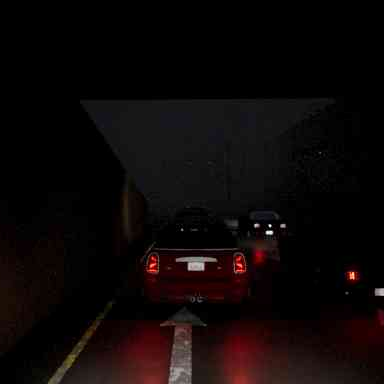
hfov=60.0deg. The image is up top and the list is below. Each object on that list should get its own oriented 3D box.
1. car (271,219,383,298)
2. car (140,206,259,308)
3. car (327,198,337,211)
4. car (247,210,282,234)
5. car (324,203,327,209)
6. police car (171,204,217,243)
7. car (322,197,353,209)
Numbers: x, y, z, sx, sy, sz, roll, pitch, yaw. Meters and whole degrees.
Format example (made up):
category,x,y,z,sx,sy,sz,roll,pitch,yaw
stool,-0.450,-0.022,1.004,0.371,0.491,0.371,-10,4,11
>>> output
category,x,y,z,sx,sy,sz,roll,pitch,yaw
car,3.607,1.601,8.499,1.895,1.301,4.718,0,0,0
car,0.083,1.352,8.085,2.097,1.767,4.553,0,0,0
car,17.433,1.453,35.364,2.038,1.542,4.974,0,0,-35
car,3.600,1.601,17.656,1.895,1.301,4.718,0,0,0
car,17.537,1.453,39.971,2.038,1.542,4.974,0,0,45
police car,0.096,1.504,17.210,2.038,1.542,4.974,0,0,0
car,17.574,1.295,40.008,1.853,1.218,4.536,0,0,45
